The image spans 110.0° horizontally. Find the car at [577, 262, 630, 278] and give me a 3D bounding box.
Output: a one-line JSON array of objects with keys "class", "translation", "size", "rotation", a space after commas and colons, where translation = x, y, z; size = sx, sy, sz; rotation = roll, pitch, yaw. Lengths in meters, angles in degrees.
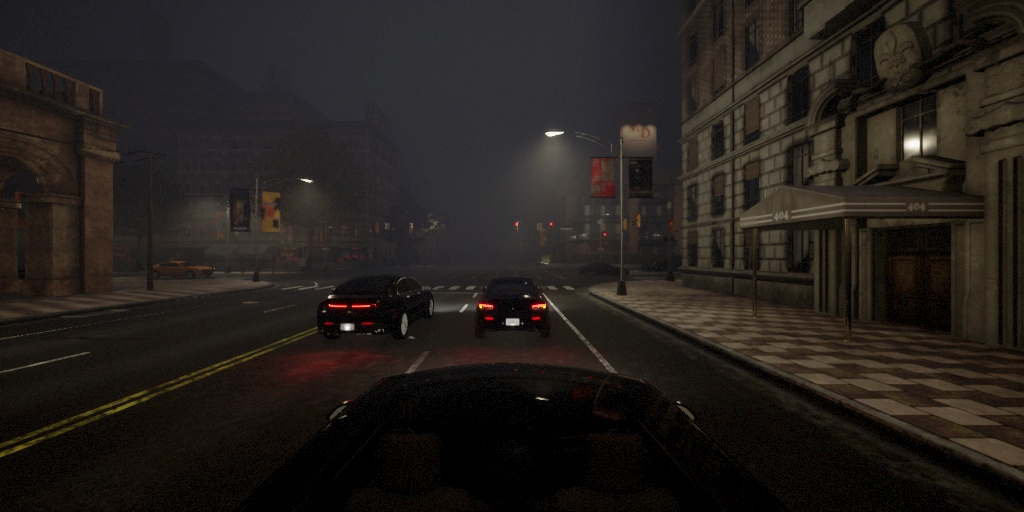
[{"class": "car", "translation": [8.278, 1.275, 32.578], "size": [4.674, 1.442, 1.812], "rotation": [0, 0, 0]}]

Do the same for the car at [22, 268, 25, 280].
[{"class": "car", "translation": [-40.308, 1.227, 32.422], "size": [5.008, 1.535, 1.882], "rotation": [0, 0, 0]}]

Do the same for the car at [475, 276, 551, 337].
[{"class": "car", "translation": [0.013, 1.276, 10.130], "size": [1.812, 1.442, 4.674], "rotation": [0, 0, 0]}]

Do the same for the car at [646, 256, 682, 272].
[{"class": "car", "translation": [20.019, 0.971, 44.292], "size": [5.566, 2.045, 2.150], "rotation": [0, 0, 1]}]

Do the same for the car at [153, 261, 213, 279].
[{"class": "car", "translation": [-29.956, 1.227, 32.453], "size": [5.008, 1.535, 1.882], "rotation": [0, 0, 0]}]

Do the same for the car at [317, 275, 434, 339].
[{"class": "car", "translation": [-3.488, 1.255, 10.012], "size": [1.837, 1.490, 4.892], "rotation": [0, 0, 0]}]

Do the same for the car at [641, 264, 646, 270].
[{"class": "car", "translation": [20.030, 1.297, 47.809], "size": [5.357, 1.411, 2.033], "rotation": [0, 0, 0]}]
